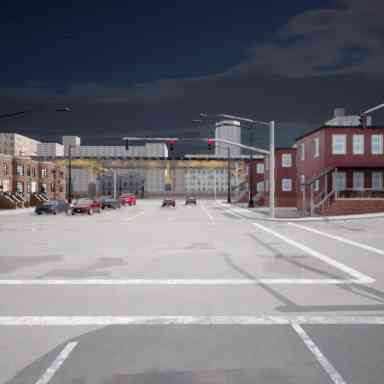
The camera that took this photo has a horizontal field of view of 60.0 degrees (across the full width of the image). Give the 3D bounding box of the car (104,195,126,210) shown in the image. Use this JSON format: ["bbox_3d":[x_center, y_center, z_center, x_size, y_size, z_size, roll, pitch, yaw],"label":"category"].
[{"bbox_3d":[-10.709,1.547,44.363,2.033,1.411,5.357,0,0,0],"label":"car"}]

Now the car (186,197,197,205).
[{"bbox_3d":[-0.168,1.526,58.619,1.812,1.442,4.674,0,0,0],"label":"car"}]

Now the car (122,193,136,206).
[{"bbox_3d":[-10.722,1.221,55.060,2.150,2.045,5.566,0,0,1],"label":"car"}]

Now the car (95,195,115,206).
[{"bbox_3d":[-14.228,1.352,54.613,2.097,1.767,4.553,0,0,0],"label":"car"}]

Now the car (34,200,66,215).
[{"bbox_3d":[-14.188,1.547,34.300,2.033,1.411,5.357,0,0,0],"label":"car"}]

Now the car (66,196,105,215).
[{"bbox_3d":[-10.685,1.478,33.884,1.882,1.535,5.008,0,0,0],"label":"car"}]

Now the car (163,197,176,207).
[{"bbox_3d":[-3.546,1.525,51.908,1.812,1.442,4.674,0,0,0],"label":"car"}]

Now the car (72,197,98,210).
[{"bbox_3d":[-14.211,1.478,44.341,1.882,1.535,5.008,0,0,0],"label":"car"}]
